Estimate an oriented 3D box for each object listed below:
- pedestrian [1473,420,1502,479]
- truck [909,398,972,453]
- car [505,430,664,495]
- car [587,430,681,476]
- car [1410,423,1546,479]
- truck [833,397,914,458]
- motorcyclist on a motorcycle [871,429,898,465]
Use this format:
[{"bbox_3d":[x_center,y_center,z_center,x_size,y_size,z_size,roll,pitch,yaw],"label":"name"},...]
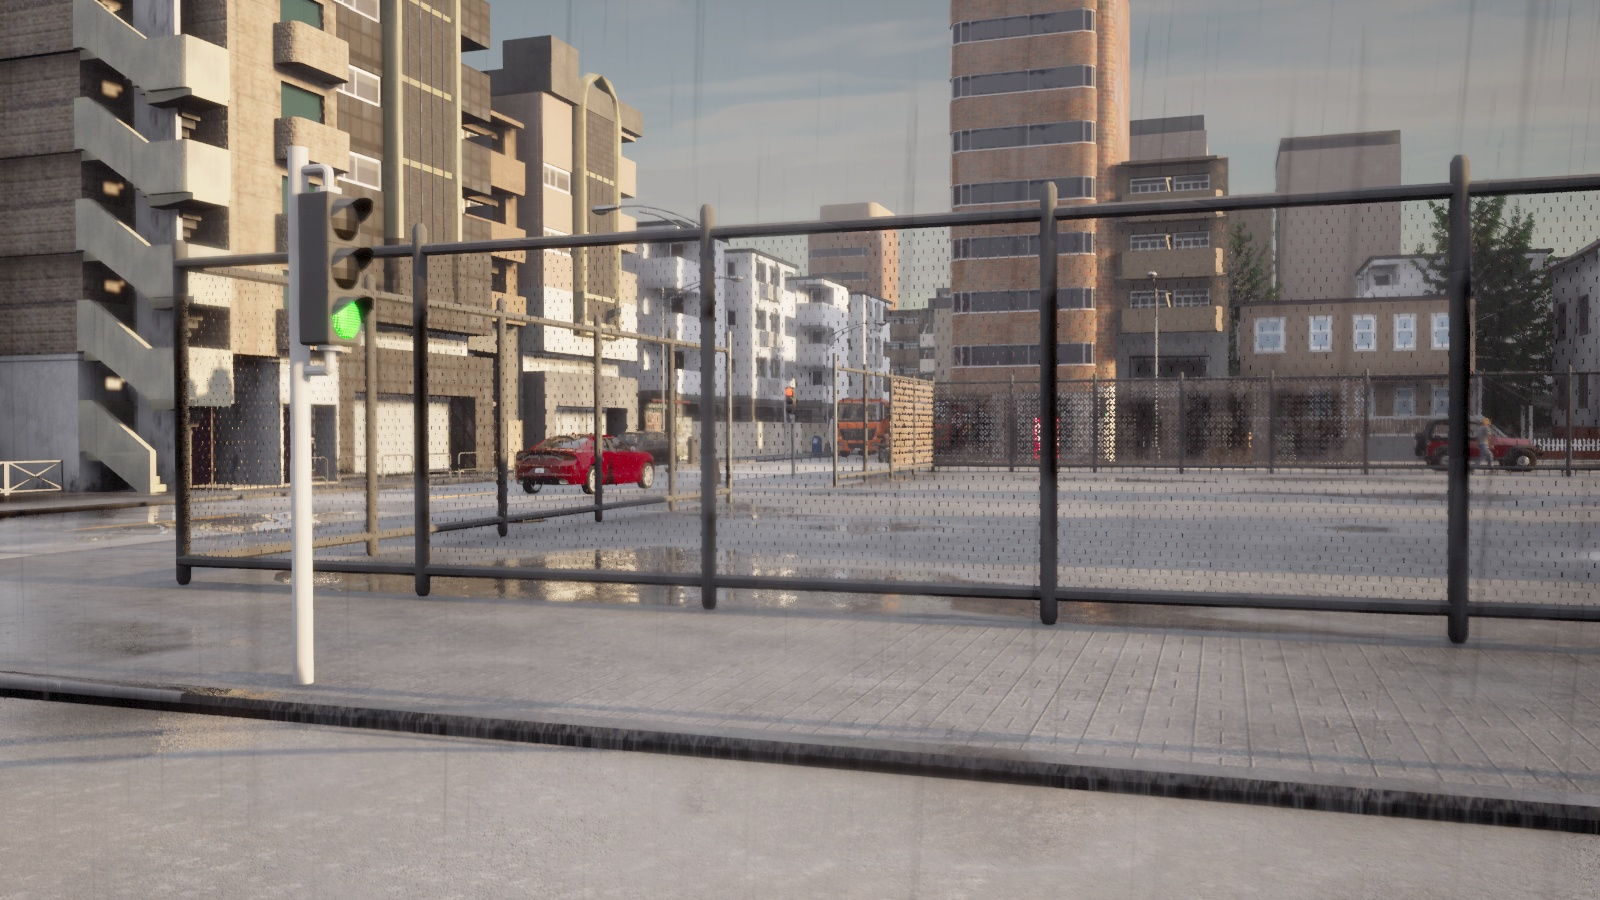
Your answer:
[{"bbox_3d":[21.758,-0.018,39.730,0.706,1.836,0.354,0,1,10],"label":"pedestrian"},{"bbox_3d":[10.383,-1.776,92.243,2.891,3.827,8.468,1,1,18],"label":"truck"},{"bbox_3d":[-5.473,0.262,32.603,1.882,1.535,5.008,1,1,19],"label":"car"},{"bbox_3d":[-5.795,0.076,44.188,1.789,1.549,3.705,1,1,20],"label":"car"},{"bbox_3d":[23.479,0.012,43.646,3.866,1.878,1.905,1,1,19],"label":"car"},{"bbox_3d":[4.478,-1.336,74.755,2.891,3.462,7.936,1,1,18],"label":"truck"},{"bbox_3d":[3.926,-0.147,58.640,0.766,1.649,2.350,2,0,-8],"label":"motorcyclist on a motorcycle"}]
